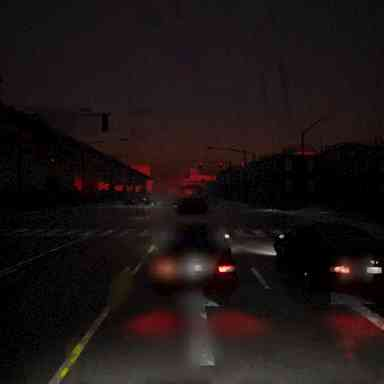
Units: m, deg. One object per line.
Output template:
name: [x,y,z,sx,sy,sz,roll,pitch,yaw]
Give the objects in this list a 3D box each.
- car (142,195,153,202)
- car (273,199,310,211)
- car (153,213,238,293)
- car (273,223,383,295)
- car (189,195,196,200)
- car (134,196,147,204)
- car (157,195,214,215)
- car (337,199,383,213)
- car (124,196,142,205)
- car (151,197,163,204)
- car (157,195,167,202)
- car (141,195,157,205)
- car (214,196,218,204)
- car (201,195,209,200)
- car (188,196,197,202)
car: [-10.317,1.478,76.858,1.882,1.535,5.008,0,0,0]
car: [12.027,1.564,40.275,4.181,1.385,1.994,0,0,4]
car: [0.090,1.547,9.000,2.033,1.411,5.357,0,0,0]
car: [3.581,1.547,8.892,2.033,1.411,5.357,0,0,2]
car: [0.223,1.500,93.793,1.837,1.490,4.892,0,0,0]
car: [-10.360,1.505,66.724,1.837,1.490,4.892,0,0,1]
car: [-0.576,1.352,31.312,4.553,1.767,2.097,0,0,-39]
car: [18.461,1.491,36.419,4.902,1.511,2.128,0,0,0]
car: [-10.434,1.478,57.264,1.882,1.535,5.008,0,0,0]
car: [-6.867,1.601,66.379,1.895,1.301,4.718,0,0,1]
car: [-6.817,1.478,76.817,1.882,1.535,5.008,0,0,0]
car: [-6.935,1.601,57.052,1.895,1.301,4.718,0,0,0]
car: [3.720,1.525,61.873,1.812,1.442,4.674,0,0,0]
car: [3.723,1.525,93.809,2.128,1.511,4.902,0,0,0]
car: [0.184,1.540,75.165,2.033,1.411,5.357,0,0,0]
